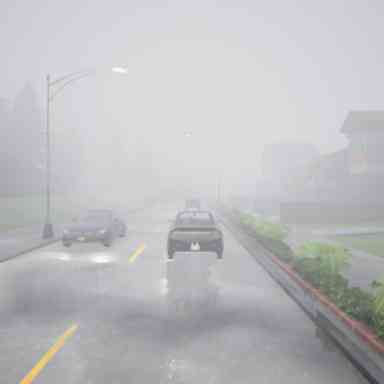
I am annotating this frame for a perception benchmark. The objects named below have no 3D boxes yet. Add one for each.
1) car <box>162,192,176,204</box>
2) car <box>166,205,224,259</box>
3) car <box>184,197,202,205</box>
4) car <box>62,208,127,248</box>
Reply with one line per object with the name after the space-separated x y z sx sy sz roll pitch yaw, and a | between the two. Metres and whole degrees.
-3.999 0.939 59.309 2.150 2.045 5.566 0 0 0 | car
0.101 1.450 12.413 2.128 1.511 4.902 0 0 0 | car
0.101 1.370 40.903 1.837 1.490 4.892 0 0 0 | car
-4.100 1.477 14.669 1.812 1.442 4.674 0 0 0 | car
